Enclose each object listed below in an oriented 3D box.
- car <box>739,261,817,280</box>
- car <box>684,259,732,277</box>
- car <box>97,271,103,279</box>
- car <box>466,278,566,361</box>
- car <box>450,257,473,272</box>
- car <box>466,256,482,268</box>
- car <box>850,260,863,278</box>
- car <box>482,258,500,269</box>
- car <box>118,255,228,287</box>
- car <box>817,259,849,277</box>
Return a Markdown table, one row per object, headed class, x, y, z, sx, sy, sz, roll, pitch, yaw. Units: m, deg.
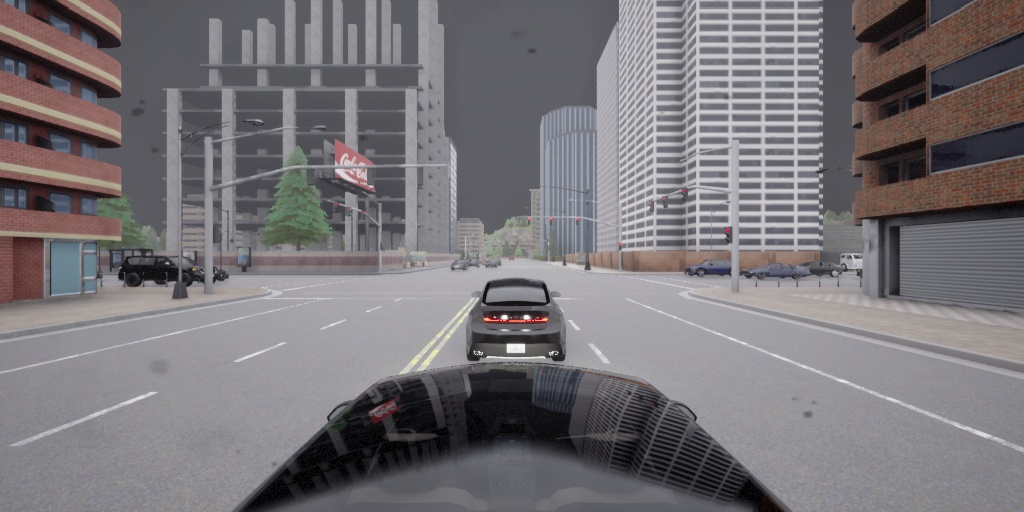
| class | x | y | z | sx | sy | sz | roll | pitch | yaw |
| --- | --- | --- | --- | --- | --- | --- | --- | --- | --- |
| car | 22.803 | 1.297 | 31.215 | 5.357 | 1.411 | 2.033 | 0 | 0 | 0 |
| car | 19.212 | 1.102 | 34.713 | 4.553 | 1.767 | 2.097 | 0 | 0 | 0 |
| car | -34.879 | 1.297 | 27.483 | 5.357 | 1.411 | 2.033 | 0 | 0 | 0 |
| car | 0.093 | 1.255 | 8.247 | 1.837 | 1.490 | 4.892 | 0 | 0 | 1 |
| car | -6.879 | 1.241 | 47.152 | 2.128 | 1.511 | 4.902 | 0 | 0 | 0 |
| car | -6.782 | 1.256 | 61.972 | 1.837 | 1.490 | 4.892 | 0 | 0 | 1 |
| car | 32.715 | 1.314 | 31.206 | 4.181 | 1.385 | 1.994 | 0 | 0 | 0 |
| car | -3.315 | 1.257 | 58.062 | 1.837 | 1.490 | 4.892 | 0 | -1 | 0 |
| car | -22.815 | 0.972 | 23.988 | 5.566 | 2.045 | 2.150 | 0 | 0 | 0 |
| car | 29.062 | 1.255 | 34.709 | 4.892 | 1.490 | 1.837 | 0 | 0 | 0 |
